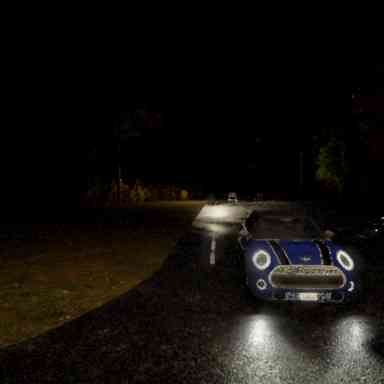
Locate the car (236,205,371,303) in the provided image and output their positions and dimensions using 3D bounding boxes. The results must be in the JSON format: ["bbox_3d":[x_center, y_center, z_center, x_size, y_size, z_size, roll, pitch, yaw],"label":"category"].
[{"bbox_3d":[2.257,1.284,8.269,2.097,1.767,4.553,0,1,4],"label":"car"}]

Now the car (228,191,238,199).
[{"bbox_3d":[9.712,0.667,78.743,2.150,2.045,5.566,0,0,11],"label":"car"}]

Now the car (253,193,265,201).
[{"bbox_3d":[13.674,1.017,67.871,1.837,1.490,4.892,0,0,4],"label":"car"}]

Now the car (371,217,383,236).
[{"bbox_3d":[9.661,1.423,14.217,2.033,1.411,5.357,0,0,4],"label":"car"}]
